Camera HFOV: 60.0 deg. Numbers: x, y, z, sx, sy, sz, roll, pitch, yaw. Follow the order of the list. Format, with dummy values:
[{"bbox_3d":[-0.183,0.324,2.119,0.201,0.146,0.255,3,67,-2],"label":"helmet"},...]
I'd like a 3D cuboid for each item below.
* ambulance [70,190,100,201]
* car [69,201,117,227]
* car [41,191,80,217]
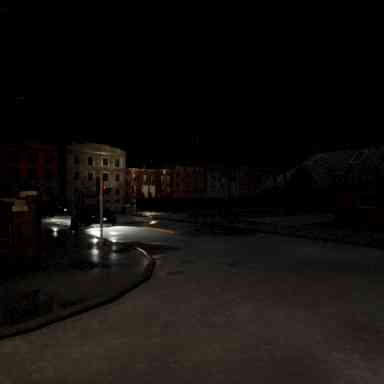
[{"bbox_3d":[-12.711,1.031,38.640,2.351,2.431,6.366,0,0,-35],"label":"ambulance"},{"bbox_3d":[-6.737,1.564,22.972,1.994,1.385,4.181,0,0,-35],"label":"car"},{"bbox_3d":[-12.788,1.221,31.657,2.150,2.045,5.566,0,0,-35],"label":"car"}]
